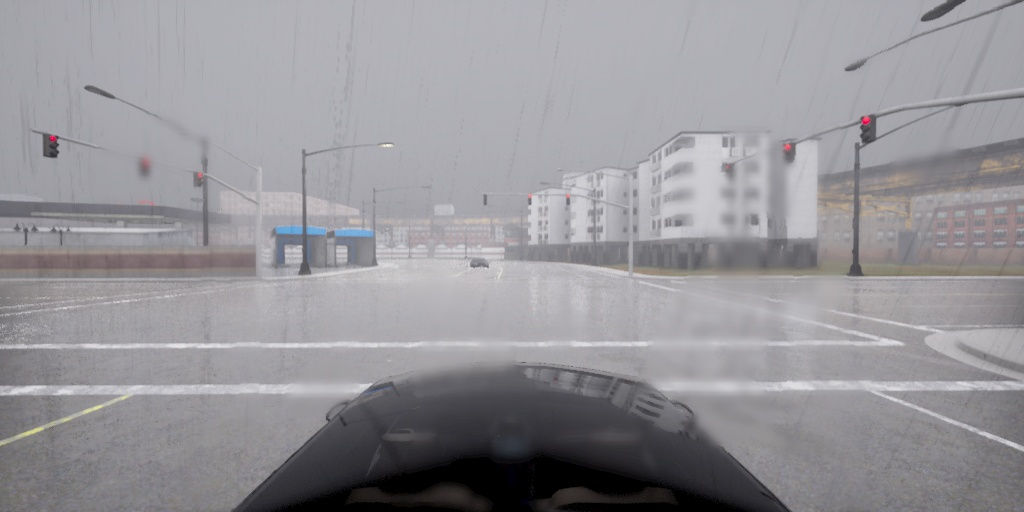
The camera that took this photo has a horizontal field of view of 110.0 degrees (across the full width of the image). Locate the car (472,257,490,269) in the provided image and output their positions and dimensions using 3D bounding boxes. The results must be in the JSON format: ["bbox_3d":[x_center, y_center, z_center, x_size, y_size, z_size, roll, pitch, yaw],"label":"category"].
[{"bbox_3d":[-3.910,0.860,44.128,1.994,1.385,4.181,0,1,-10],"label":"car"}]
